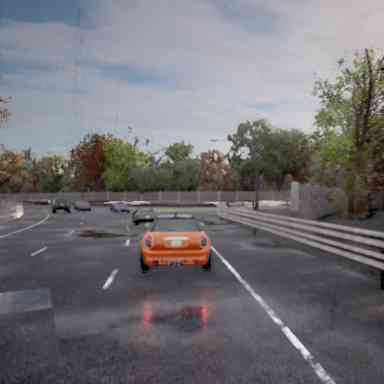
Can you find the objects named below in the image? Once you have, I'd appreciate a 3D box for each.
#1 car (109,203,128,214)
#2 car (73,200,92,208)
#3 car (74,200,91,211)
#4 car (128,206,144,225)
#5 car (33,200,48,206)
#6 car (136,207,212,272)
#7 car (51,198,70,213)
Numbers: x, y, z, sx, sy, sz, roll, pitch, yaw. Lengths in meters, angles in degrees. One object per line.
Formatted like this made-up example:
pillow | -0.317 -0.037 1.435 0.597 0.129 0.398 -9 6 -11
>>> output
car | -9.789 2.139 44.806 2.033 1.411 5.357 0 -1 -24
car | -21.429 2.371 64.974 2.128 1.511 4.902 0 -1 -36
car | -17.026 2.262 51.493 1.994 1.385 4.181 0 -1 -28
car | -3.945 1.924 27.770 1.994 1.385 4.181 0 -1 -14
car | -38.283 2.647 83.894 5.008 1.535 1.882 -1 -1 40
car | -0.591 1.501 11.574 2.097 1.767 4.553 0 -1 -4
car | -18.693 1.871 47.226 2.150 2.045 5.566 0 -1 -27
